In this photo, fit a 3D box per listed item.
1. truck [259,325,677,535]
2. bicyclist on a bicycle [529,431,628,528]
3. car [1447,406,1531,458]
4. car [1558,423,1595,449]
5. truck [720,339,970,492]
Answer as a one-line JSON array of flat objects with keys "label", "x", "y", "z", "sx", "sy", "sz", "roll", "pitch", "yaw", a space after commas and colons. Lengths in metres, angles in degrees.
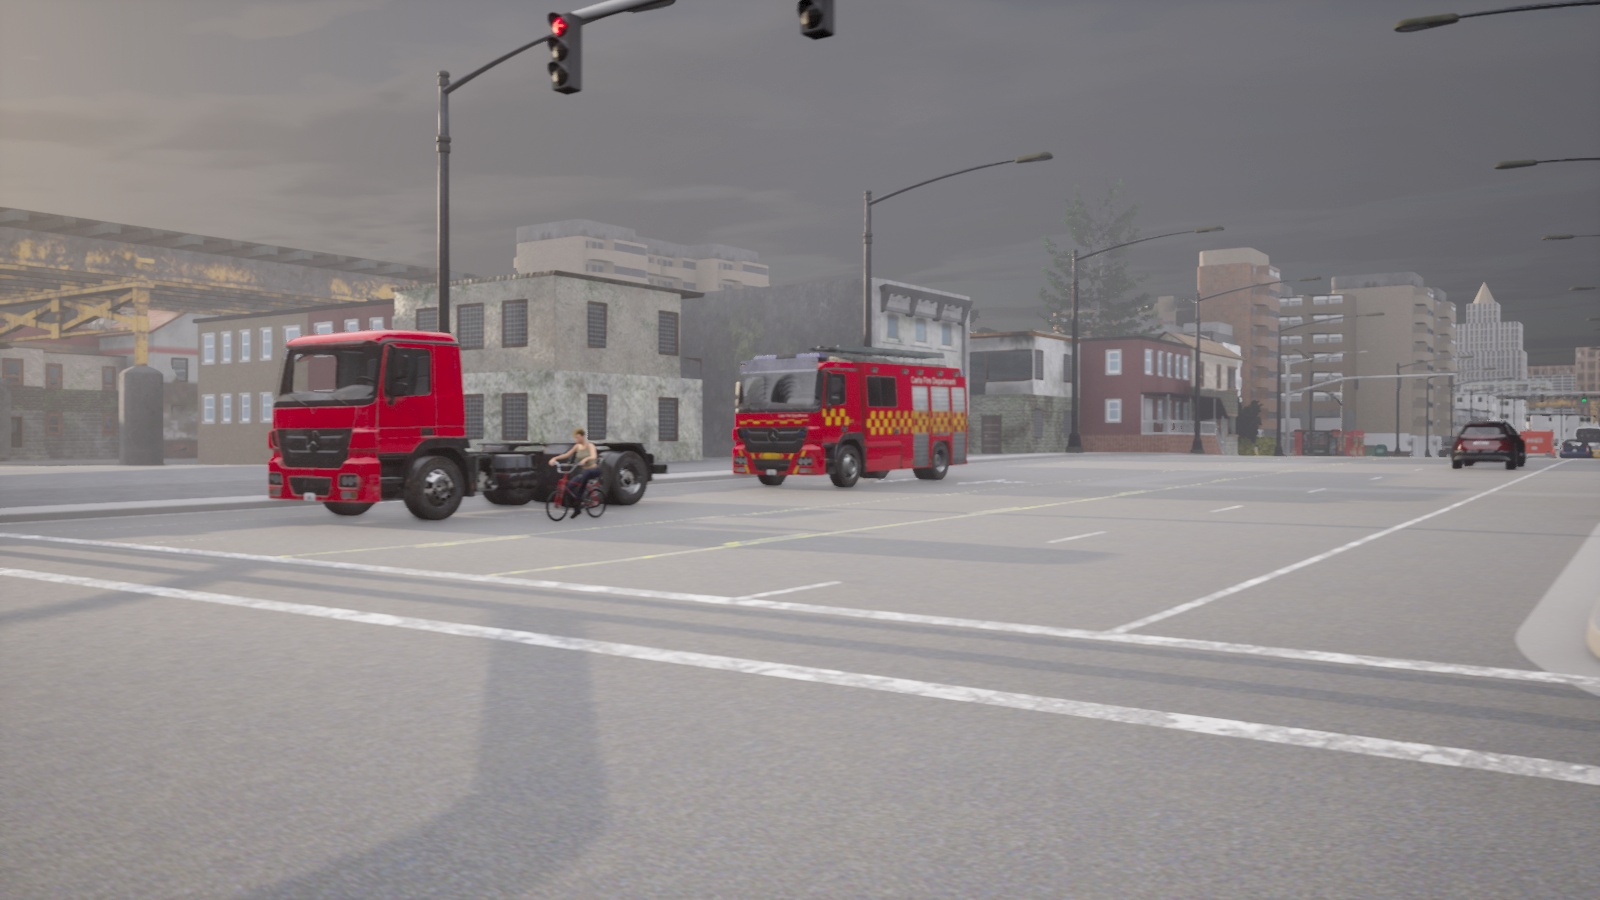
[{"label": "truck", "x": -6.135, "y": -0.416, "z": 24.792, "sx": 2.891, "sy": 3.462, "sz": 7.936, "roll": -1, "pitch": 1, "yaw": 34}, {"label": "bicyclist on a bicycle", "x": -3.871, "y": 0.492, "z": 22.010, "sx": 0.866, "sy": 1.612, "sz": 1.509, "roll": -1, "pitch": 1, "yaw": 34}, {"label": "car", "x": 23.859, "y": -0.643, "z": 43.385, "sx": 2.033, "sy": 1.649, "sz": 4.856, "roll": -1, "pitch": 1, "yaw": 35}, {"label": "car", "x": 50.846, "y": -0.868, "z": 82.183, "sx": 1.851, "sy": 1.617, "sz": 3.988, "roll": -1, "pitch": -1, "yaw": 35}, {"label": "truck", "x": 1.548, "y": -1.000, "z": 35.836, "sx": 2.891, "sy": 3.827, "sz": 8.468, "roll": -1, "pitch": 2, "yaw": 35}]
